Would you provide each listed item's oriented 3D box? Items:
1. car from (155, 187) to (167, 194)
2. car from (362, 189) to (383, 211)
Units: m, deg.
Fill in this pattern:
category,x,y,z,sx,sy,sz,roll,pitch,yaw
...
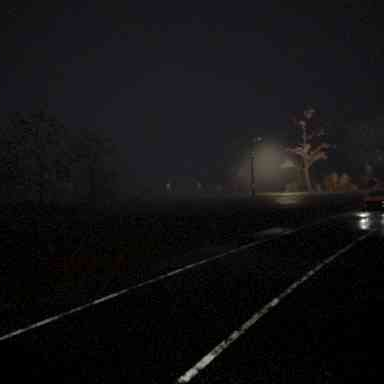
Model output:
category,x,y,z,sx,sy,sz,roll,pitch,yaw
car,-7.912,-0.249,85.673,5.566,2.045,2.150,-2,1,39
car,14.700,0.537,25.957,1.882,1.535,5.008,-4,0,39
